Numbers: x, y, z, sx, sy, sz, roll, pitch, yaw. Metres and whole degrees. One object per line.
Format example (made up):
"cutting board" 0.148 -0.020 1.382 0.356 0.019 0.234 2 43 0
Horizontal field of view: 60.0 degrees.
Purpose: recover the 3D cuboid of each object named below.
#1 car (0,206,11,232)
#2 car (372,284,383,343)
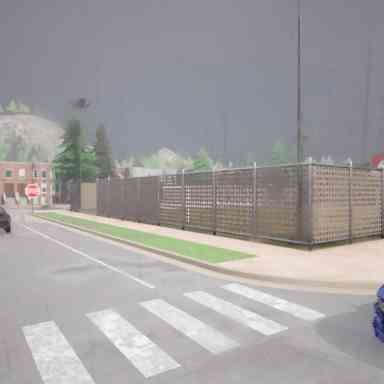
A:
"car" -11.771 1.531 19.352 1.837 1.490 4.892 1 -1 -34
"car" 4.964 1.496 4.843 5.008 1.535 1.882 0 1 -22
